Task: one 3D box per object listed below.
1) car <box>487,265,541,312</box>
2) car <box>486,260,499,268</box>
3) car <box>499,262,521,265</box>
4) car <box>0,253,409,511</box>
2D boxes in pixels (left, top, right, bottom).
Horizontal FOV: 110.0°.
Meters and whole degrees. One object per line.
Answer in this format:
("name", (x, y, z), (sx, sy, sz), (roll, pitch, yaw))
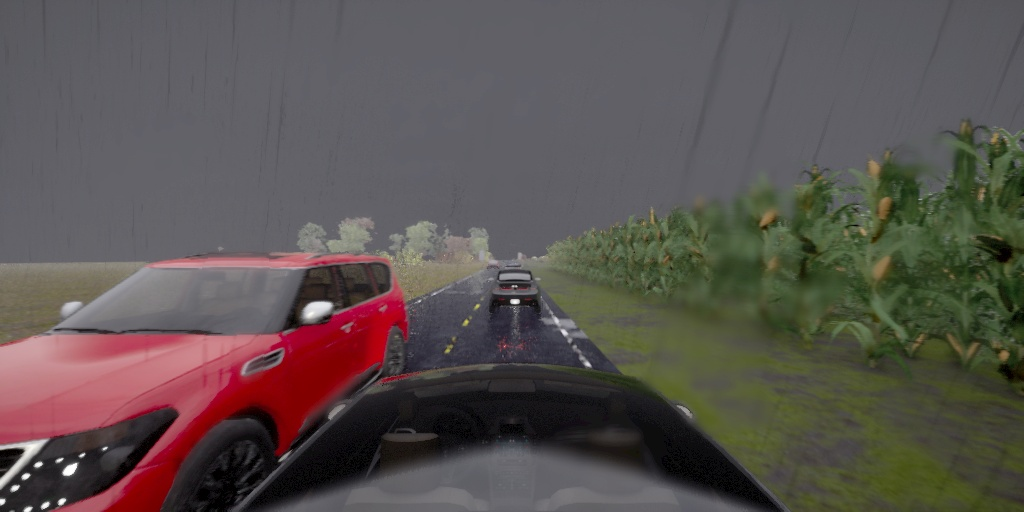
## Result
("car", (0.101, 1.264, 14.312), (1.837, 1.490, 4.892), (0, 0, 0))
("car", (-2.786, 1.291, 54.342), (1.882, 1.535, 5.008), (0, 0, 0))
("car", (0.099, 1.272, 34.030), (2.128, 1.511, 4.902), (0, 0, 0))
("car", (-2.850, 0.973, 4.050), (2.150, 2.045, 5.566), (0, 0, 0))
